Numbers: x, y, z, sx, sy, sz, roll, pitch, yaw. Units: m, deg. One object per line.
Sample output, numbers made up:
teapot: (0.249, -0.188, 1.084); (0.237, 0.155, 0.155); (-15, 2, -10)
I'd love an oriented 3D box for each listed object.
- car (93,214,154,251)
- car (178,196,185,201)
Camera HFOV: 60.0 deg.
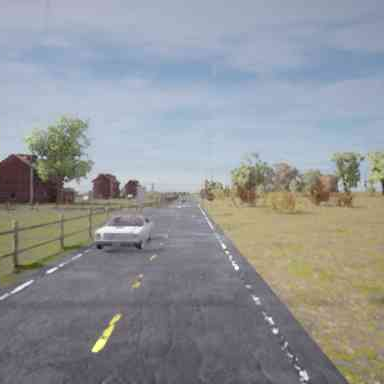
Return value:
car: (-2.850, 1.700, 14.792); (1.895, 1.301, 4.718); (0, 0, 0)
car: (-2.757, 1.806, 85.424); (1.837, 1.490, 4.892); (0, 0, 0)
